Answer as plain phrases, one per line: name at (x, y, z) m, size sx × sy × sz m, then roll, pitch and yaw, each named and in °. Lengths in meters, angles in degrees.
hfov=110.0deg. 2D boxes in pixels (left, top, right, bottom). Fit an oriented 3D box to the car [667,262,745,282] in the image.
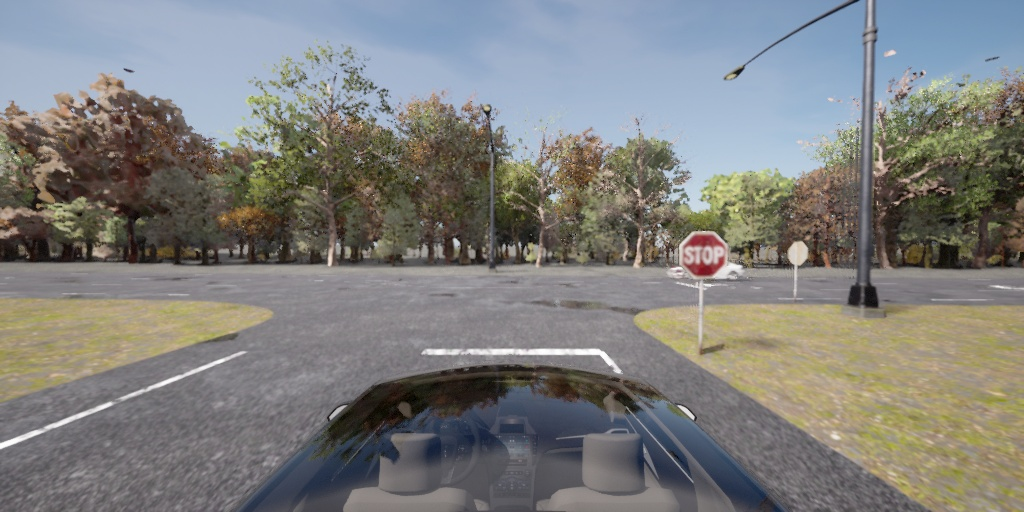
car at (12.762, 0.940, 23.685) m, size 4.674 × 1.442 × 1.812 m, roll 0°, pitch 1°, yaw 0°
